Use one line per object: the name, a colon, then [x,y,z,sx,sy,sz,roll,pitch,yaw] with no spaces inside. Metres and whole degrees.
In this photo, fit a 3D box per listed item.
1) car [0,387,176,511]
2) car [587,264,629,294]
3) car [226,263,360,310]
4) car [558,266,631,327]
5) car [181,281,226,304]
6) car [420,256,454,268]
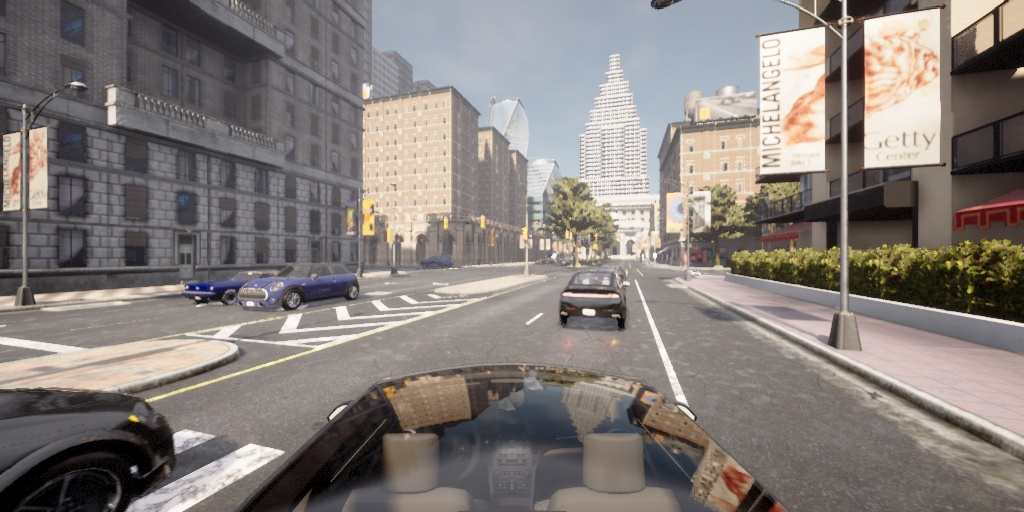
car: [-4.075,1.314,1.320,1.994,1.385,4.181,0,0,12]
car: [5.992,1.290,21.946,2.033,1.411,5.357,0,0,20]
car: [-8.532,1.098,14.758,2.097,1.767,4.553,0,0,18]
car: [2.733,1.238,11.605,2.128,1.511,4.902,0,0,18]
car: [-11.735,1.346,16.243,1.895,1.301,4.718,0,0,18]
car: [-12.450,0.951,59.544,5.566,2.045,2.150,0,0,18]
